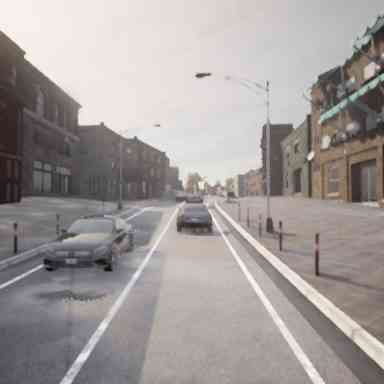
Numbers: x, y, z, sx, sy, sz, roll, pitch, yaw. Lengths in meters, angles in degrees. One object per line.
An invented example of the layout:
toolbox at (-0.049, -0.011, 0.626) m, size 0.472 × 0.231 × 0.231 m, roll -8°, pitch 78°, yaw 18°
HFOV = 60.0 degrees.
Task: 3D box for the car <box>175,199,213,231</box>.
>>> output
car at (0.139, 1.355, 19.339) m, size 1.994 × 1.385 × 4.181 m, roll 0°, pitch 2°, yaw 0°

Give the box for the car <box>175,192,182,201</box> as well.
car at (-1.573, 0.790, 53.852) m, size 1.882 × 1.535 × 5.008 m, roll 0°, pitch -1°, yaw 7°

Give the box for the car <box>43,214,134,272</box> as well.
car at (-3.076, 1.480, 10.816) m, size 1.812 × 1.442 × 4.674 m, roll 0°, pitch 1°, yaw 0°

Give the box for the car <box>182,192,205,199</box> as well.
car at (0.344, 0.855, 36.858) m, size 2.128 × 1.511 × 4.902 m, roll 0°, pitch 1°, yaw 2°
